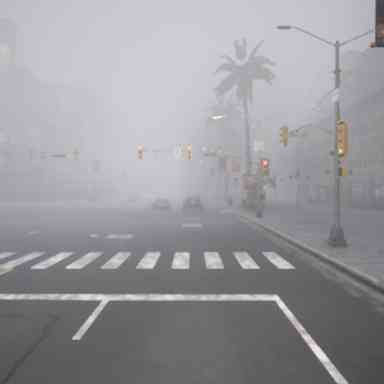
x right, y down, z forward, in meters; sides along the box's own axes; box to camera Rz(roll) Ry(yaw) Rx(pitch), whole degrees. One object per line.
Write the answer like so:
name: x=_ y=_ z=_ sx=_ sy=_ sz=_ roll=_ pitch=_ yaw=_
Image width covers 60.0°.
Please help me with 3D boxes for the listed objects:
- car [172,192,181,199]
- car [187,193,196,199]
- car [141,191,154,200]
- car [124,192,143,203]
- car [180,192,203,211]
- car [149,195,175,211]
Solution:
car: x=-3.617 y=0.945 z=87.163 sx=1.882 sy=1.535 sz=5.008 roll=0 pitch=0 yaw=-4
car: x=-0.169 y=1.017 z=88.295 sx=1.994 sy=1.385 sz=4.181 roll=0 pitch=0 yaw=-4
car: x=-10.481 y=0.779 z=73.951 sx=2.150 sy=2.045 sz=5.566 roll=0 pitch=0 yaw=0
car: x=-10.525 y=1.193 z=58.580 sx=2.033 sy=1.411 sz=5.357 roll=0 pitch=0 yaw=1
car: x=0.109 y=1.130 z=36.700 sx=2.097 sy=1.767 sz=4.553 roll=0 pitch=0 yaw=0
car: x=-3.391 y=1.335 z=37.731 sx=1.994 sy=1.385 sz=4.181 roll=0 pitch=0 yaw=0
